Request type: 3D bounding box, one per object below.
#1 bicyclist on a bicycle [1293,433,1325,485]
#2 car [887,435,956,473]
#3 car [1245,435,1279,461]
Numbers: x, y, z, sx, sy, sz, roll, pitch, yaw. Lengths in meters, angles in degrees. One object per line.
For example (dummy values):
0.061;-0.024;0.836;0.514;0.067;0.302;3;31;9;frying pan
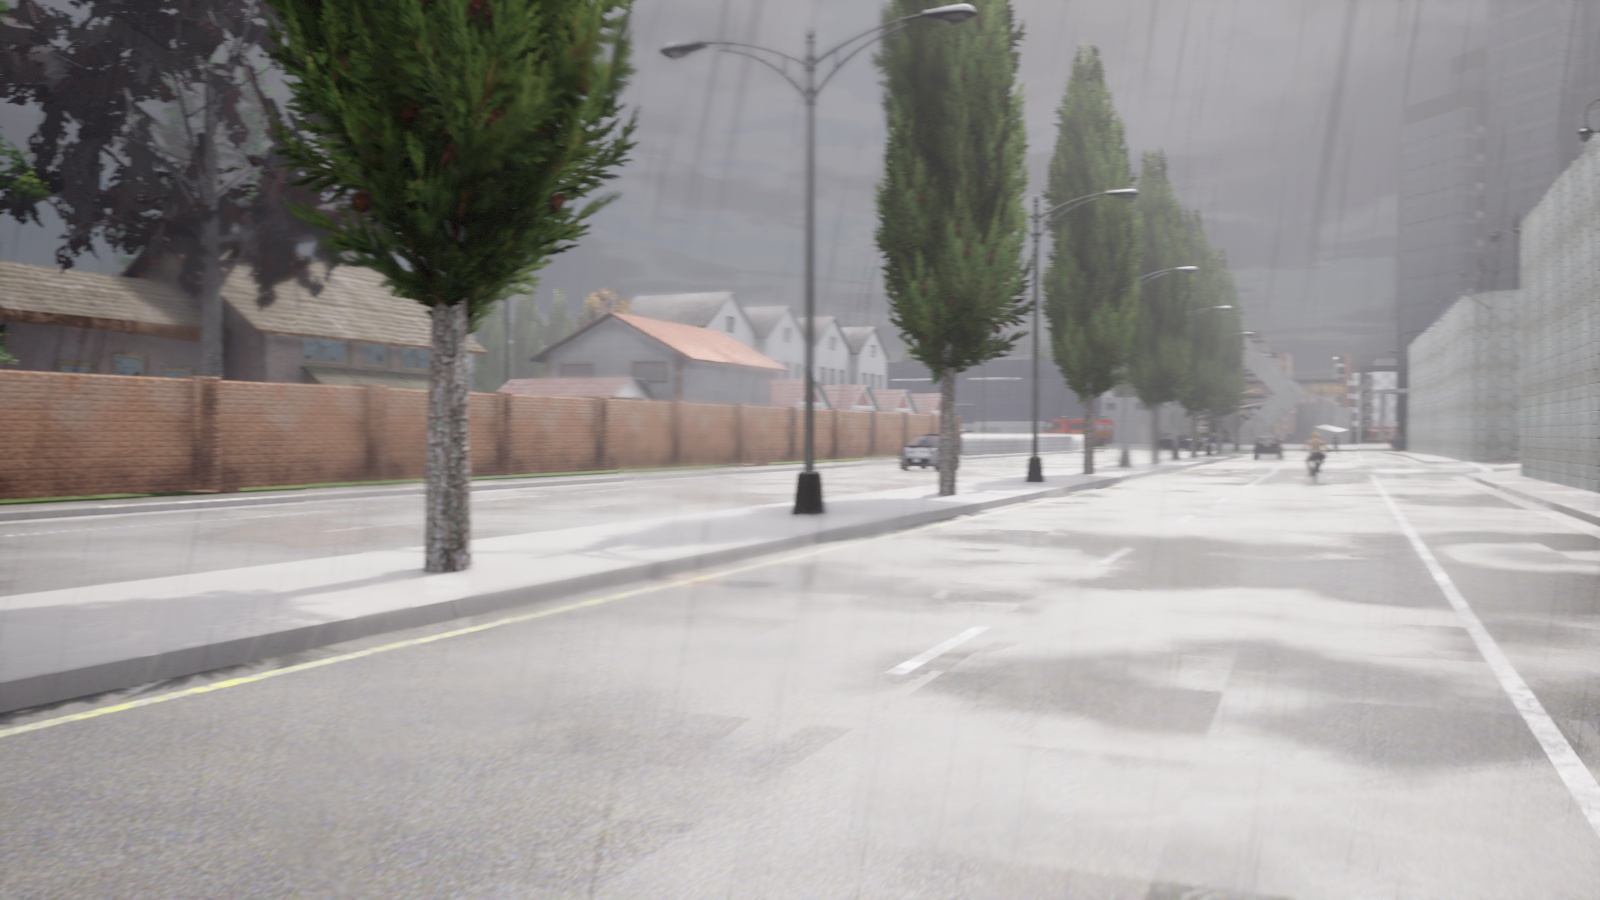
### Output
15.912;0.265;39.246;0.866;1.612;1.509;1;1;23;bicyclist on a bicycle
5.081;0.134;52.055;1.845;1.501;3.633;1;1;23;car
28.731;-0.125;78.111;1.789;1.549;3.705;1;1;23;car
